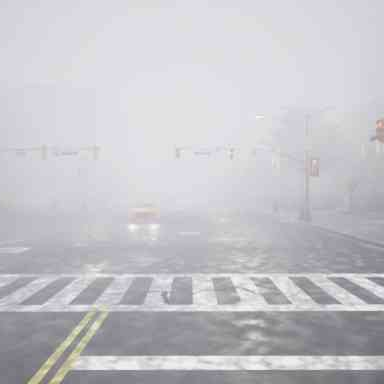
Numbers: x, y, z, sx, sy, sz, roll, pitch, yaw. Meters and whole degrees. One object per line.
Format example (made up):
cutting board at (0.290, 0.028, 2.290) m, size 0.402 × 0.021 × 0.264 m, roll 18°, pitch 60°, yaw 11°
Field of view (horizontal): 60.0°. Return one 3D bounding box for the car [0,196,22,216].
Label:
car at (-19.136, 1.476, 31.939) m, size 5.008 × 1.535 × 1.882 m, roll 0°, pitch 1°, yaw -11°

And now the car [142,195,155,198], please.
car at (-7.004, 1.524, 48.568) m, size 1.812 × 1.442 × 4.674 m, roll 0°, pitch 0°, yaw 0°

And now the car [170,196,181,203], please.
car at (-3.446, 1.538, 69.365) m, size 2.033 × 1.411 × 5.357 m, roll 0°, pitch 0°, yaw 1°

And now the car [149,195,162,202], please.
car at (-8.785, 1.522, 79.254) m, size 2.128 × 1.511 × 4.902 m, roll 0°, pitch 0°, yaw -18°

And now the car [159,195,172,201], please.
car at (-6.780, 1.548, 83.715) m, size 1.994 × 1.385 × 4.181 m, roll 0°, pitch 0°, yaw -25°

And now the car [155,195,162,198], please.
car at (-6.953, 1.504, 67.835) m, size 1.837 × 1.490 × 4.892 m, roll 0°, pitch 0°, yaw 1°

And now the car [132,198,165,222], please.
car at (-3.548, 1.476, 26.532) m, size 1.882 × 1.535 × 5.008 m, roll 0°, pitch 0°, yaw 0°

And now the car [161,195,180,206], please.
car at (-3.491, 1.545, 56.048) m, size 2.033 × 1.411 × 5.357 m, roll 0°, pitch 0°, yaw 0°
